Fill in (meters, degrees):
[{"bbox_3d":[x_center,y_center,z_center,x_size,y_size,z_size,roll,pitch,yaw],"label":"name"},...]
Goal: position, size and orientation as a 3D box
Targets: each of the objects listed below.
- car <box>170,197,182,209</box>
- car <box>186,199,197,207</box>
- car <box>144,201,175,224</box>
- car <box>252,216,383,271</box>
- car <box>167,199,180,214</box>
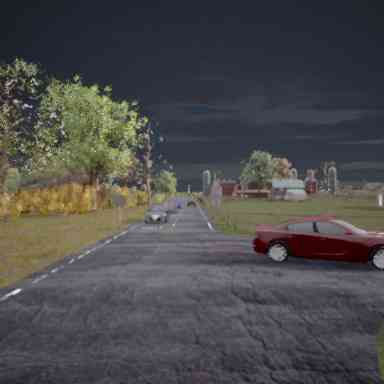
[{"bbox_3d":[-2.855,1.824,55.942,2.150,2.045,5.566,0,1,1],"label":"car"},{"bbox_3d":[-0.064,2.235,68.202,1.837,1.490,4.892,0,-1,0],"label":"car"},{"bbox_3d":[-2.874,1.818,28.340,2.128,1.511,4.902,0,-1,0],"label":"car"},{"bbox_3d":[4.560,1.586,11.293,5.008,1.535,1.882,-1,0,26],"label":"car"},{"bbox_3d":[-2.879,1.978,42.047,1.837,1.490,4.892,0,-1,0],"label":"car"}]
